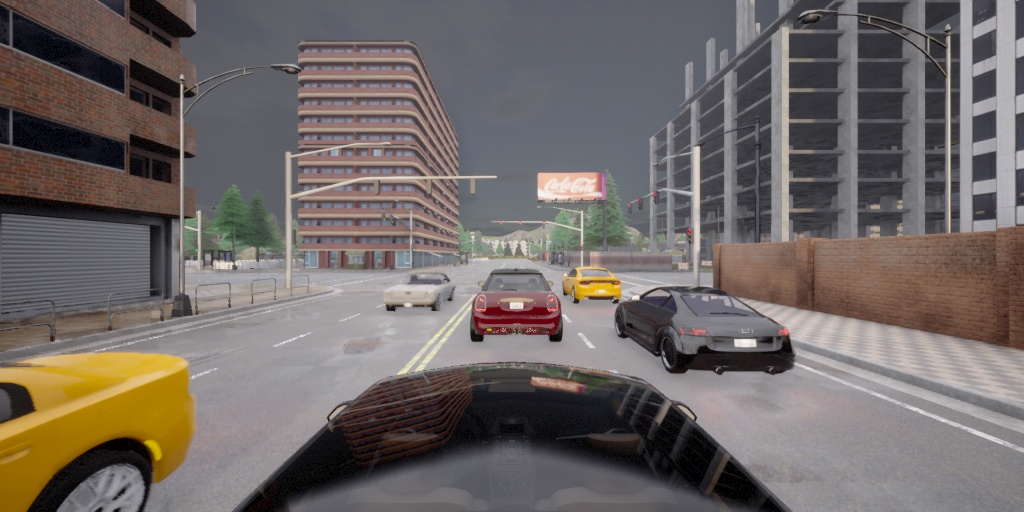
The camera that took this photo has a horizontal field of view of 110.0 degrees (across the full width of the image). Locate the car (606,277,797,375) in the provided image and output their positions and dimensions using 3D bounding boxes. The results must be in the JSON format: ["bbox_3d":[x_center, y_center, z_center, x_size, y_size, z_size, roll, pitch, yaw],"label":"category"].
[{"bbox_3d":[3.598,1.314,7.538,1.994,1.385,4.181,0,0,0],"label":"car"}]

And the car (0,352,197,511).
[{"bbox_3d":[-3.592,1.228,0.880,1.882,1.535,5.008,0,0,0],"label":"car"}]

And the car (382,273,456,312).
[{"bbox_3d":[-3.510,1.351,14.354,1.895,1.301,4.718,0,0,0],"label":"car"}]

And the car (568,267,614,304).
[{"bbox_3d":[3.499,1.228,16.471,1.882,1.535,5.008,0,0,0],"label":"car"}]

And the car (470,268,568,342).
[{"bbox_3d":[0.100,1.102,9.943,2.097,1.767,4.553,0,0,0],"label":"car"}]
